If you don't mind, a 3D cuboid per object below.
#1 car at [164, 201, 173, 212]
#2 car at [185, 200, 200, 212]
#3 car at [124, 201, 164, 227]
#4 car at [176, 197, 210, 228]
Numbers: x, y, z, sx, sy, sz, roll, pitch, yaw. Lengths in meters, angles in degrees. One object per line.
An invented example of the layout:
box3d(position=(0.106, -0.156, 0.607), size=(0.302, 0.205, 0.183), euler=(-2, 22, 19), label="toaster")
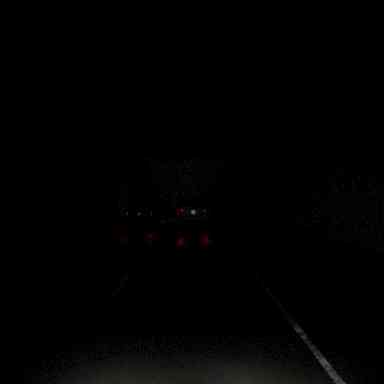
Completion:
box3d(position=(-3.426, 1.792, 41.540), size=(1.895, 1.301, 4.718), euler=(0, 0, 0), label="car")
box3d(position=(0.070, 1.718, 42.046), size=(1.812, 1.442, 4.674), euler=(0, 0, 0), label="car")
box3d(position=(-3.414, 1.462, 23.698), size=(2.097, 1.767, 4.553), euler=(0, 0, 0), label="car")
box3d(position=(0.085, 1.327, 23.276), size=(2.150, 2.045, 5.566), euler=(0, 0, 0), label="car")
